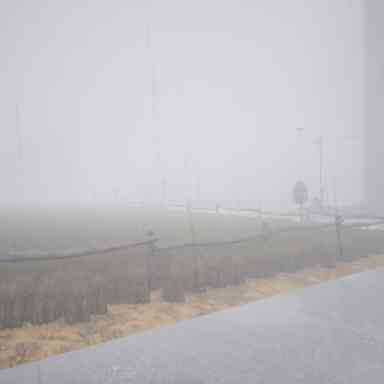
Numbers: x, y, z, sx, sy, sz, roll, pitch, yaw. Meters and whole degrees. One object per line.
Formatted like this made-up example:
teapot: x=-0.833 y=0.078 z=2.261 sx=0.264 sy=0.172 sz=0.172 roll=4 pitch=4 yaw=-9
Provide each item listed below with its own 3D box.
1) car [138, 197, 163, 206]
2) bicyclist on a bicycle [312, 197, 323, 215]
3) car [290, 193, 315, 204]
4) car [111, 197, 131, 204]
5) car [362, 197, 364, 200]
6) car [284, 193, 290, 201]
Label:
car: x=-5.917 y=1.441 z=47.387 sx=1.882 sy=1.535 sz=5.008 roll=0 pitch=0 yaw=-35
bicyclist on a bicycle: x=11.310 y=1.258 z=30.001 sx=1.656 sy=1.620 sz=0.582 roll=0 pitch=0 yaw=-36
car: x=20.657 y=1.393 z=59.790 sx=2.242 sy=1.667 sz=4.611 roll=0 pitch=0 yaw=-36
car: x=-11.835 y=1.490 z=55.489 sx=1.812 sy=1.442 sz=4.674 roll=0 pitch=0 yaw=-36
car: x=40.184 y=1.183 z=74.095 sx=1.905 sy=1.878 sz=3.866 roll=0 pitch=0 yaw=-36
car: x=24.131 y=1.198 z=78.765 sx=1.932 sy=1.855 sz=4.605 roll=0 pitch=0 yaw=-36
